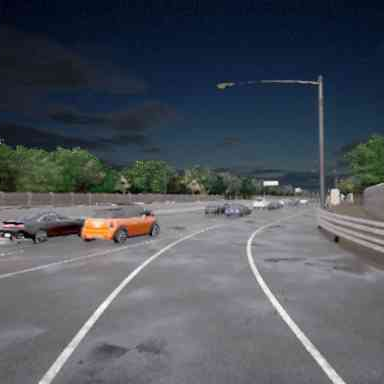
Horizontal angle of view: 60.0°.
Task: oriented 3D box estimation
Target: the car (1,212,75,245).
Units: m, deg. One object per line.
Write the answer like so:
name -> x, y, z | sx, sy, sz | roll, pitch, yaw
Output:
car -> -7.453, 1.800, 17.538 | 2.128, 1.511, 4.902 | -1, -1, 24

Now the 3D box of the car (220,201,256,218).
car -> 5.203, 2.083, 36.966 | 2.033, 1.411, 5.357 | -1, -1, 24

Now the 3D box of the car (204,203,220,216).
car -> 3.074, 2.122, 40.746 | 2.128, 1.511, 4.902 | -1, -1, 24

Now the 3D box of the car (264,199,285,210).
car -> 14.291, 2.363, 57.096 | 2.033, 1.411, 5.357 | -1, -1, 24

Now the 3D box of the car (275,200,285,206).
car -> 21.875, 2.756, 82.600 | 1.812, 1.442, 4.674 | -1, -1, 24

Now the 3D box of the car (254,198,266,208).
car -> 13.211, 2.166, 63.247 | 2.150, 2.045, 5.566 | -1, -1, 24

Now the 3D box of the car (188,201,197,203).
car -> -0.030, 2.875, 76.469 | 2.033, 1.411, 5.357 | -1, -1, 24

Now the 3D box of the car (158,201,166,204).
car -> -6.477, 2.490, 62.170 | 2.097, 1.767, 4.553 | -1, -1, 25

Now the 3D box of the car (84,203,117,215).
car -> -13.072, 2.442, 47.678 | 1.837, 1.490, 4.892 | -1, -1, 25

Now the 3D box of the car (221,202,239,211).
car -> 6.521, 2.423, 56.891 | 1.812, 1.442, 4.674 | -1, -1, 24

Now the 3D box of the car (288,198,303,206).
car -> 24.719, 2.683, 80.386 | 2.128, 1.511, 4.902 | -1, -1, 24

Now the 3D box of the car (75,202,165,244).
car -> -3.586, 1.618, 17.598 | 2.097, 1.767, 4.553 | -1, -1, 24

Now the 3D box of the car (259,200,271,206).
car -> 18.344, 2.781, 83.276 | 1.837, 1.490, 4.892 | -1, -1, 24
